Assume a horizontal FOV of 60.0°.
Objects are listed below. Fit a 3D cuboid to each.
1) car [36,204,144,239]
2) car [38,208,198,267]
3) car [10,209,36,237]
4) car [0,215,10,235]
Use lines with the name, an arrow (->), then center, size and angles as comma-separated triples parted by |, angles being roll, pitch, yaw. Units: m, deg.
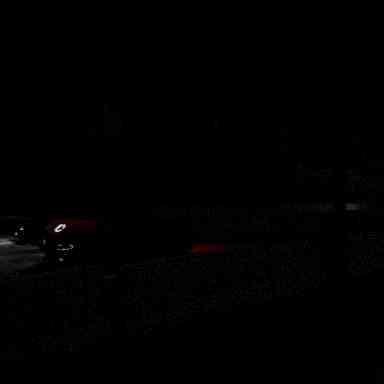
car -> -3.845, 1.346, 14.133 | 4.553, 1.767, 2.097 | 0, 0, -35
car -> -2.132, 1.472, 11.057 | 5.008, 1.535, 1.882 | 0, 0, -35
car -> -5.960, 1.541, 16.924 | 5.357, 1.411, 2.033 | 0, 0, -35
car -> -9.019, 1.595, 19.045 | 4.718, 1.301, 1.895 | 0, 0, -35
